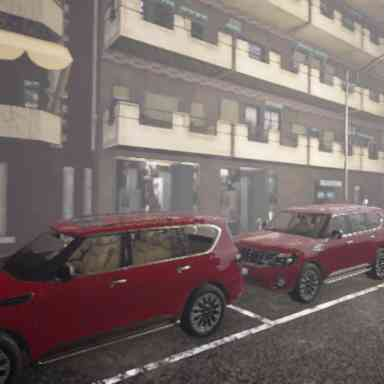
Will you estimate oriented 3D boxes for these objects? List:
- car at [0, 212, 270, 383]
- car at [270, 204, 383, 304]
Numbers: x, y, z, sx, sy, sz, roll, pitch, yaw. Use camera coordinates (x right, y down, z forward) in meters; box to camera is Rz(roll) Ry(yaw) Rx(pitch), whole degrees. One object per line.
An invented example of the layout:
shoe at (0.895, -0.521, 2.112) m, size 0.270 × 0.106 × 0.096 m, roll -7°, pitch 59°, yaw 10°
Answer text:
car at (-1.410, 1.306, 5.065) m, size 5.009 × 1.841 × 2.192 m, roll 0°, pitch 2°, yaw -35°
car at (3.092, 1.275, 8.276) m, size 5.009 × 1.841 × 2.192 m, roll 0°, pitch 2°, yaw -35°
